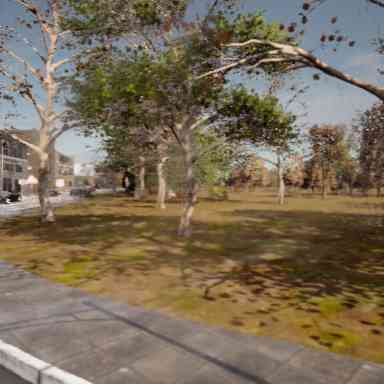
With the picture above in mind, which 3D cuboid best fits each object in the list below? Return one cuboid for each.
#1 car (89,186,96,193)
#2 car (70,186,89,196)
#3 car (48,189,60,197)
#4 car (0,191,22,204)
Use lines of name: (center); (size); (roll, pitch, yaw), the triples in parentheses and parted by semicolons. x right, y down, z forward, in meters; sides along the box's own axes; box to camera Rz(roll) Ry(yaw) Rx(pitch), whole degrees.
car: (-21.848, -0.628, 71.253); (1.812, 1.442, 4.674); (0, 2, -5)
car: (-20.897, -0.141, 60.882); (2.128, 1.511, 4.902); (0, 2, -5)
car: (-23.750, 0.108, 56.031); (1.994, 1.385, 4.181); (0, 2, -5)
car: (-22.307, 0.581, 40.120); (1.882, 1.535, 5.008); (0, 2, -5)
